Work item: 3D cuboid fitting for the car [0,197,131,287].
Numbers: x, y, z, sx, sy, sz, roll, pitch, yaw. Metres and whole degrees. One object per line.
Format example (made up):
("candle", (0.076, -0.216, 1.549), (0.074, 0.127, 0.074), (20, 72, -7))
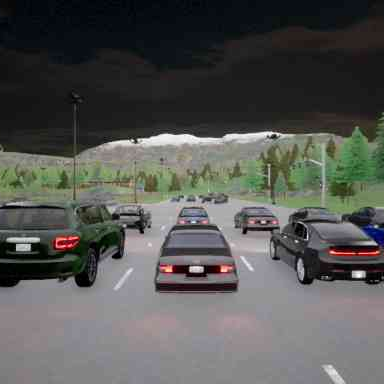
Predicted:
("car", (-3.424, 1.221, 9.452), (2.150, 2.045, 5.566), (0, 0, 0))

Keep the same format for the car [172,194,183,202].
("car", (-3.694, 1.540, 78.407), (2.033, 1.411, 5.357), (0, 0, 0))

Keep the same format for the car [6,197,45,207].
("car", (-24.927, 1.503, 49.970), (4.892, 1.490, 1.837), (0, 0, 0))

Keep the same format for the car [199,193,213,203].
("car", (3.105, 1.504, 71.083), (1.837, 1.490, 4.892), (0, 0, 0))

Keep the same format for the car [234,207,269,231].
("car", (3.553, 1.547, 19.009), (2.033, 1.411, 5.357), (0, 0, 0))

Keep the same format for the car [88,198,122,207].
("car", (-13.131, 1.601, 50.475), (4.718, 1.301, 1.895), (0, 0, -7))

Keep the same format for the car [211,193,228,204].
("car", (5.547, 1.492, 62.623), (2.128, 1.511, 4.902), (0, 0, 15))

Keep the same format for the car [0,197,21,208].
("car", (-26.944, 1.492, 46.450), (4.902, 1.511, 2.128), (0, 0, -1))

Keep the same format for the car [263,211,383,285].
("car", (3.562, 1.505, 9.513), (1.837, 1.490, 4.892), (0, 0, 0))

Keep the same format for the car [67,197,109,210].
("car", (-13.459, 1.492, 43.356), (4.902, 1.511, 2.128), (0, 0, -5))

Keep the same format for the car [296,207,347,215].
("car", (7.053, 1.564, 19.424), (1.994, 1.385, 4.181), (0, 0, 0))

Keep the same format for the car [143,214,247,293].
("car", (0.080, 1.547, 8.962), (2.033, 1.411, 5.357), (0, 0, 0))

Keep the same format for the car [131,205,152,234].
("car", (-3.446, 1.492, 19.199), (2.128, 1.511, 4.902), (0, 0, 0))

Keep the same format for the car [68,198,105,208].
("car", (-14.817, 1.525, 46.800), (4.674, 1.442, 1.812), (0, 0, -4))

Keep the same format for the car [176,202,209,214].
("car", (0.059, 1.547, 19.028), (2.033, 1.411, 5.357), (0, 0, 0))

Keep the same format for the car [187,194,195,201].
("car", (-0.205, 1.553, 79.827), (1.994, 1.385, 4.181), (0, 0, 0))

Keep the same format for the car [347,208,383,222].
("car", (7.077, 1.478, 10.440), (1.882, 1.535, 5.008), (0, 0, 0))

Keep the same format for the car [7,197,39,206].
("car", (-27.071, 1.563, 53.456), (4.181, 1.385, 1.994), (0, 0, 0))

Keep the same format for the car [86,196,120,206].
("car", (-14.359, 1.492, 53.885), (4.902, 1.511, 2.128), (0, 0, -5))
